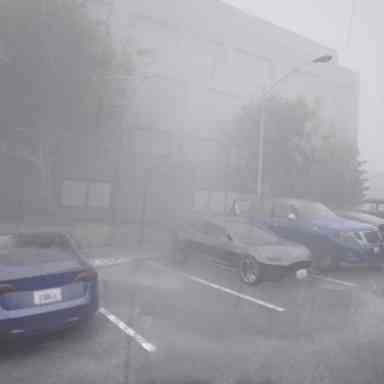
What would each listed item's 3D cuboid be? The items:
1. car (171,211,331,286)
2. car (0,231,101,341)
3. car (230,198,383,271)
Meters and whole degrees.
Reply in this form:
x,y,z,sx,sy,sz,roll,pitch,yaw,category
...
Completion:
x,y,z,sx,sy,sz,roll,pitch,yaw,category
1.198,1.518,9.784,2.163,1.488,4.792,0,0,-35,car
-3.385,1.512,6.588,2.163,1.488,4.792,0,0,-35,car
3.473,1.240,11.407,2.435,2.045,5.566,0,0,-35,car
